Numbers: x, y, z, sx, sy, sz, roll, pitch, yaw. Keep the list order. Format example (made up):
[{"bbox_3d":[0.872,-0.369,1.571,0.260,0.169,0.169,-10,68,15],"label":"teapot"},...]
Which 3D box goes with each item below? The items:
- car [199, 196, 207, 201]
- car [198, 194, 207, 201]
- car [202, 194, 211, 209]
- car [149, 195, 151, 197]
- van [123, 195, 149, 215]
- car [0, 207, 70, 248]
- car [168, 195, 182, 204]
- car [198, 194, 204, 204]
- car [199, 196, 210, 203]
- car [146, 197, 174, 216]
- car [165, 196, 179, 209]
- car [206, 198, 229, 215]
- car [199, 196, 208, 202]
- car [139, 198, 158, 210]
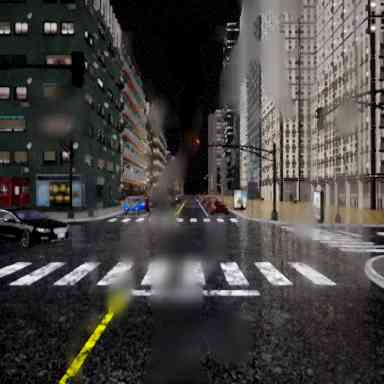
[{"bbox_3d":[2.654,1.610,82.900,1.802,1.307,4.206,0,0,0],"label":"car"},{"bbox_3d":[2.652,1.348,88.428,2.192,1.841,5.009,0,0,0],"label":"car"},{"bbox_3d":[2.675,1.443,44.207,1.967,1.590,4.097,0,0,0],"label":"car"},{"bbox_3d":[-5.702,1.317,38.676,2.192,1.841,5.009,0,0,0],"label":"car"},{"bbox_3d":[-5.699,1.341,33.148,1.690,1.788,3.998,0,0,0],"label":"van"},{"bbox_3d":[-7.614,1.458,14.602,4.902,1.511,2.128,1,0,22],"label":"car"},{"bbox_3d":[-3.047,1.577,64.532,1.994,1.385,4.181,0,0,2],"label":"car"},{"bbox_3d":[2.666,1.451,60.790,1.967,1.590,4.097,0,0,0],"label":"car"},{"bbox_3d":[2.660,1.569,71.845,2.008,1.369,4.403,0,0,0],"label":"car"},{"bbox_3d":[-3.108,1.505,33.102,1.837,1.490,4.892,0,0,0],"label":"car"},{"bbox_3d":[-3.108,1.604,45.342,1.895,1.301,4.718,0,0,0],"label":"car"},{"bbox_3d":[2.680,1.582,33.151,1.802,1.307,4.206,0,0,0],"label":"car"},{"bbox_3d":[2.657,1.568,77.373,1.887,1.381,4.507,0,0,0],"label":"car"},{"bbox_3d":[-5.706,1.548,44.204,1.887,1.381,4.507,0,0,0],"label":"car"}]
